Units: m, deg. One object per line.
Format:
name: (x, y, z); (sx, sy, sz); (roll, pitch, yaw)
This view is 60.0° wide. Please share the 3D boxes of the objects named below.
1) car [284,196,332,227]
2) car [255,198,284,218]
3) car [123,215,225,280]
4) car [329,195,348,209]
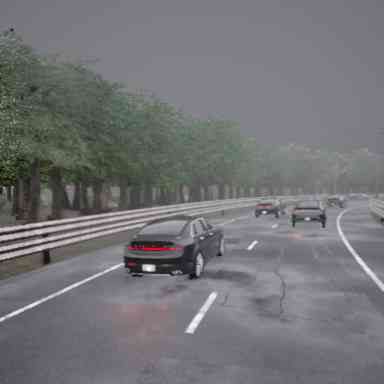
car: (7.133, 1.213, 20.110); (2.128, 1.511, 4.902); (-2, 0, 23)
car: (6.471, 1.252, 27.119); (1.837, 1.490, 4.892); (-2, 0, 26)
car: (-0.290, 1.460, 9.939); (1.837, 1.490, 4.892); (-2, 0, 17)
car: (16.485, 1.084, 37.953); (1.837, 1.490, 4.892); (-2, -1, 32)
